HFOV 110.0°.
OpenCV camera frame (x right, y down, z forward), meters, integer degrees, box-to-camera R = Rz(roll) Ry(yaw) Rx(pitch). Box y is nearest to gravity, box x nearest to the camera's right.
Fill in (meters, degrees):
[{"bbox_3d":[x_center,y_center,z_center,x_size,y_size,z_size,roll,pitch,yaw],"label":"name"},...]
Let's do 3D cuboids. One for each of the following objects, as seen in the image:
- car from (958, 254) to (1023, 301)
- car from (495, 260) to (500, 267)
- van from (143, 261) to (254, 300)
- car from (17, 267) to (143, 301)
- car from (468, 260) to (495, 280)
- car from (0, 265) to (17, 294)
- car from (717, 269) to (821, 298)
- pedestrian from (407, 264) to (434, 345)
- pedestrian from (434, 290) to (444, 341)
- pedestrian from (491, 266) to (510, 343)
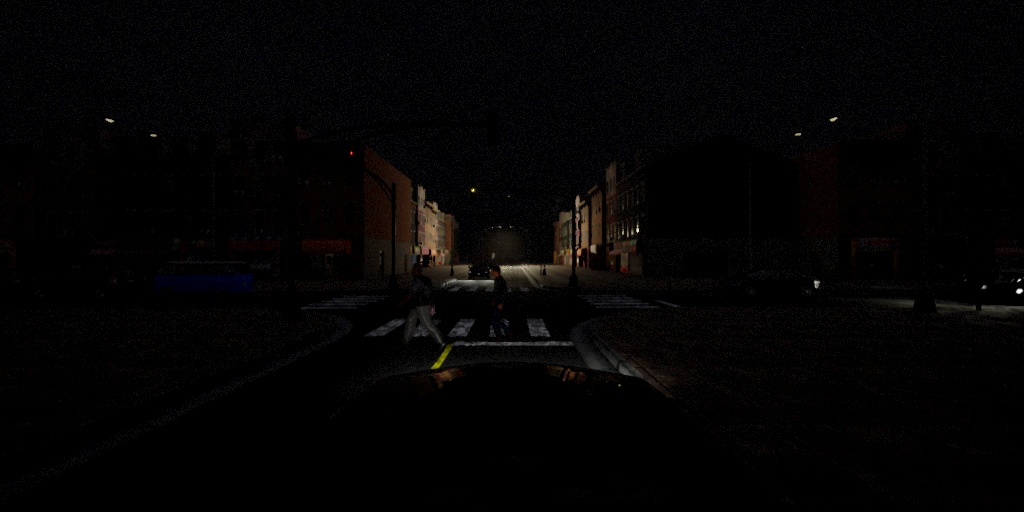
[{"bbox_3d":[22.112,0.917,14.762,5.566,2.045,2.150,0,0,0],"label":"car"},{"bbox_3d":[-2.726,1.262,52.698,1.882,1.535,5.008,0,0,0],"label":"car"},{"bbox_3d":[-14.712,1.124,17.200,3.998,1.789,1.690,0,0,0],"label":"van"},{"bbox_3d":[-20.187,1.238,17.185,4.097,1.591,1.967,0,0,0],"label":"car"},{"bbox_3d":[-2.786,1.271,32.130,1.837,1.490,4.892,0,0,0],"label":"car"},{"bbox_3d":[-25.662,1.254,17.170,4.097,1.591,1.967,0,0,0],"label":"car"},{"bbox_3d":[12.290,1.266,17.272,4.403,1.370,2.007,0,0,0],"label":"car"},{"bbox_3d":[-1.941,1.044,7.632,0.375,1.860,0.375,0,0,0],"label":"pedestrian"},{"bbox_3d":[-1.966,1.424,8.832,0.500,1.100,0.500,0,0,0],"label":"pedestrian"},{"bbox_3d":[-0.290,1.044,8.229,0.375,1.860,0.375,0,0,0],"label":"pedestrian"}]
